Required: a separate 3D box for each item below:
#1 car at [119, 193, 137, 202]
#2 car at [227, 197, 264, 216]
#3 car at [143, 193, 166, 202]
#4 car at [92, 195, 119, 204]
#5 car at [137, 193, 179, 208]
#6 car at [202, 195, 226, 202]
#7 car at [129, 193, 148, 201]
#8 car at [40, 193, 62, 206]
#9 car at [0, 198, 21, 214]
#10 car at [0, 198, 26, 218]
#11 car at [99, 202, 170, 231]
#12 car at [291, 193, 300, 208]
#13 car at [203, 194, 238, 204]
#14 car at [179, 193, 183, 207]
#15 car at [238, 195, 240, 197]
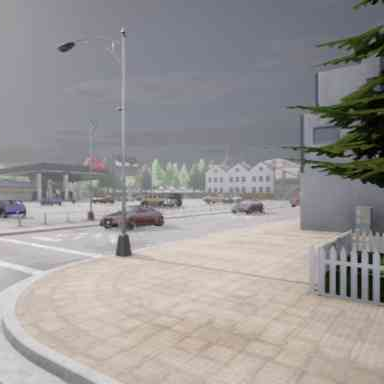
[{"bbox_3d":[-14.614,1.374,73.328,3.806,1.475,1.970,0,0,36],"label":"car"},{"bbox_3d":[5.709,1.514,33.364,1.812,1.442,4.674,0,0,36],"label":"car"},{"bbox_3d":[-7.734,1.109,68.372,4.605,1.855,1.932,0,0,36],"label":"car"},{"bbox_3d":[-15.636,1.309,58.716,4.514,1.523,2.007,0,0,36],"label":"car"},{"bbox_3d":[-4.422,1.104,42.669,4.605,1.855,1.932,0,0,36],"label":"car"},{"bbox_3d":[4.445,1.307,68.097,4.514,1.523,2.007,0,0,36],"label":"car"},{"bbox_3d":[-12.164,1.090,75.657,3.866,1.878,1.905,0,0,36],"label":"car"},{"bbox_3d":[-21.548,1.331,50.659,3.633,1.501,1.845,0,0,36],"label":"car"},{"bbox_3d":[-19.712,1.393,34.495,3.806,1.475,1.970,0,0,36],"label":"car"},{"bbox_3d":[-15.464,1.381,27.720,3.633,1.501,1.845,0,0,36],"label":"car"},{"bbox_3d":[-3.616,1.552,20.571,1.994,1.385,4.181,0,0,36],"label":"car"},{"bbox_3d":[15.941,1.205,47.286,2.150,2.045,5.566,0,0,36],"label":"car"},{"bbox_3d":[4.479,1.161,55.609,5.027,1.636,2.152,0,0,36],"label":"car"},{"bbox_3d":[-3.047,1.084,45.261,3.866,1.878,1.905,0,0,36],"label":"car"},{"bbox_3d":[7.992,1.239,60.989,3.806,1.475,1.970,0,0,36],"label":"car"}]
